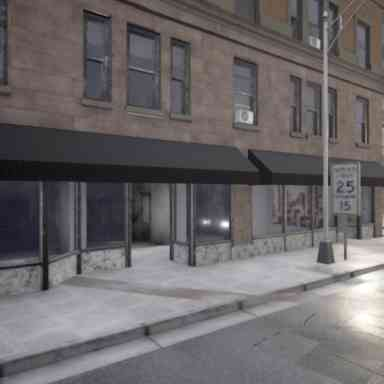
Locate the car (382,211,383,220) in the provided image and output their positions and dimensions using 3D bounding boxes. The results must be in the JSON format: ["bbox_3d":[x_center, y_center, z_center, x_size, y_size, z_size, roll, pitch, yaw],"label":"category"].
[{"bbox_3d":[12.286,1.508,25.521,1.812,1.442,4.674,0,0,-36],"label":"car"}]
